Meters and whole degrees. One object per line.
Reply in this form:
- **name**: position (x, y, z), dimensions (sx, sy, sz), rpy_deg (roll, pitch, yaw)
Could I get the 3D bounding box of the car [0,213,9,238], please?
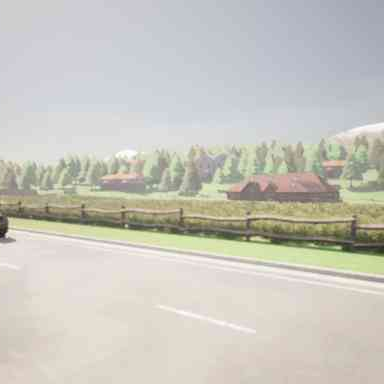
- **car**: position (-10.611, 1.403, 15.855), dimensions (4.892, 1.490, 1.837), rpy_deg (0, 0, 35)
